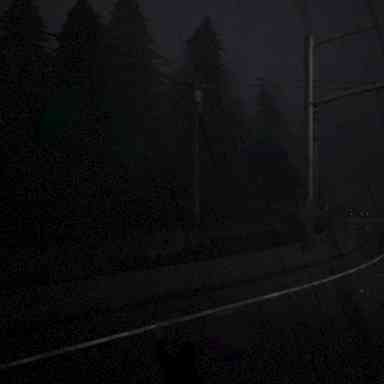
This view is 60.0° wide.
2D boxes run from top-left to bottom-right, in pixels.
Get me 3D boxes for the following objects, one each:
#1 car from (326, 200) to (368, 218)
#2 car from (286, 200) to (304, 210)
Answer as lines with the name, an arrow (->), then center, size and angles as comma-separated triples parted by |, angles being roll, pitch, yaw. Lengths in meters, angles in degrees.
car -> 14.266, 1.577, 30.864 | 1.837, 1.490, 4.892 | 0, 0, -5
car -> 11.545, 1.573, 40.889 | 2.128, 1.511, 4.902 | 0, 0, -27
